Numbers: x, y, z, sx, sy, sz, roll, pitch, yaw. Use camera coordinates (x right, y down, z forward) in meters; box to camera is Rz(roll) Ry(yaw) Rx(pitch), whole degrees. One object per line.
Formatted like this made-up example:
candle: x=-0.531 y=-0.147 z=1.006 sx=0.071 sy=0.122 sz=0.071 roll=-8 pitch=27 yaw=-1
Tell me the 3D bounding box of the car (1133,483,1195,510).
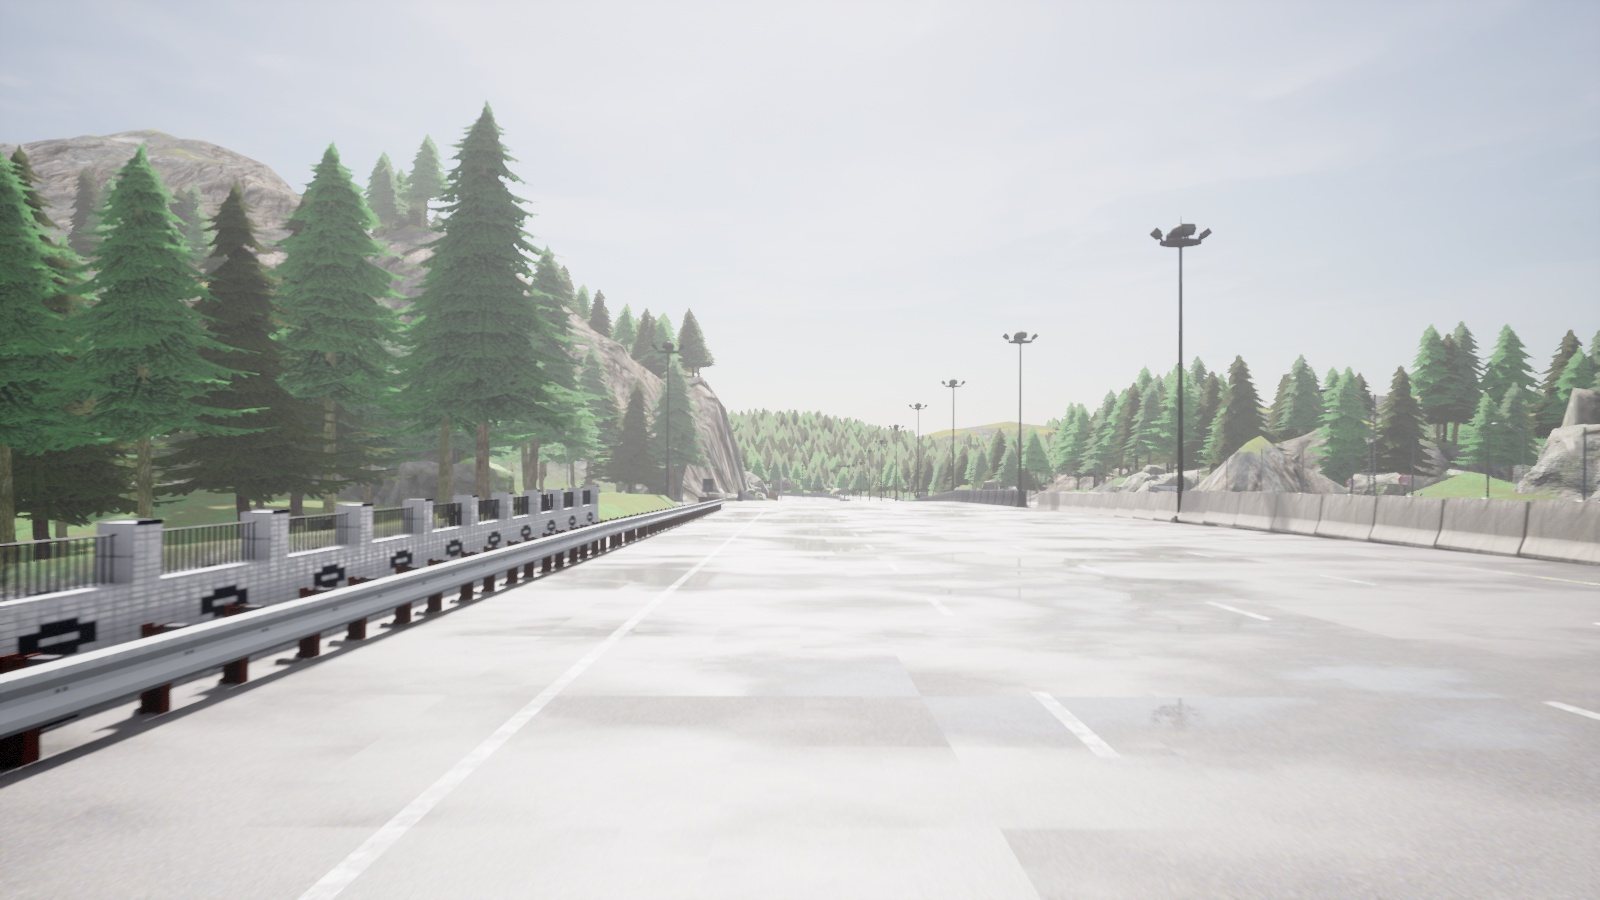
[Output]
car: x=20.776 y=2.614 z=71.872 sx=2.163 sy=1.488 sz=4.792 roll=0 pitch=-2 yaw=0
